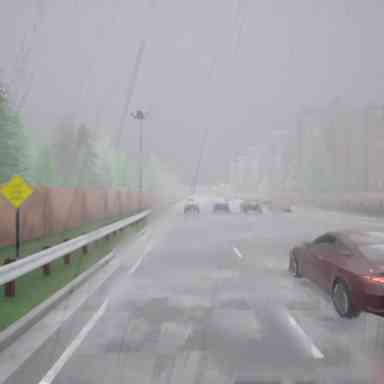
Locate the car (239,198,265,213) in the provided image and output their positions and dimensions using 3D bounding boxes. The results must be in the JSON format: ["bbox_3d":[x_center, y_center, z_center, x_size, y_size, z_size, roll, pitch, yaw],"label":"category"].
[{"bbox_3d":[6.992,1.559,40.187,2.097,1.767,4.553,0,0,0],"label":"car"}]

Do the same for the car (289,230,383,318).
[{"bbox_3d":[3.599,1.562,7.336,1.812,1.442,4.674,0,0,0],"label":"car"}]

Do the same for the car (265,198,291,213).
[{"bbox_3d":[10.494,1.769,40.202,1.994,1.385,4.181,0,0,0],"label":"car"}]

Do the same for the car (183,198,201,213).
[{"bbox_3d":[0.001,1.737,39.808,1.812,1.442,4.674,0,0,0],"label":"car"}]

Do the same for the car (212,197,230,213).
[{"bbox_3d":[3.494,1.693,41.146,1.882,1.535,5.008,0,0,0],"label":"car"}]
